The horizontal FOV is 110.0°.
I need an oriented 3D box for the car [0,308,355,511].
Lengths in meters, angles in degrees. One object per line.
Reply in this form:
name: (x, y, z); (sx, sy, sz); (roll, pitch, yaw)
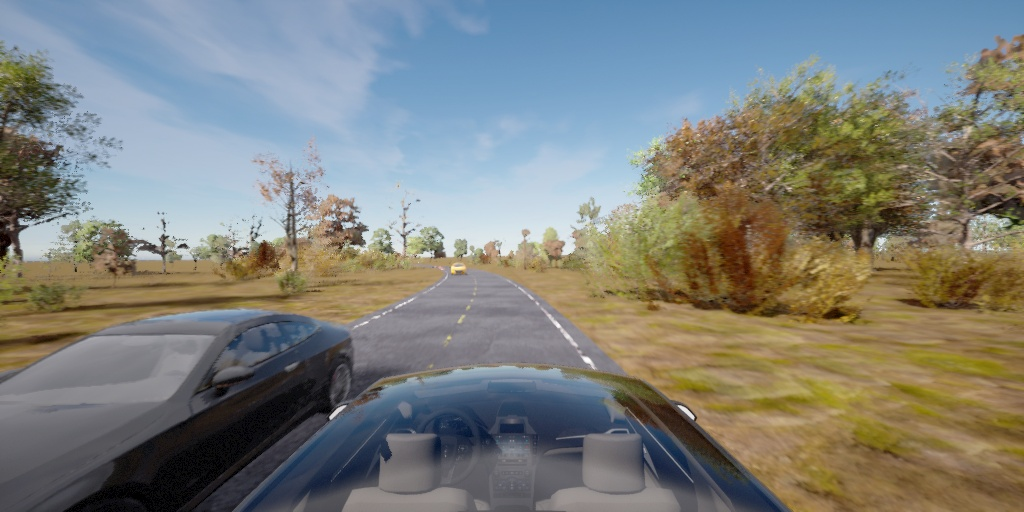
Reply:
car: (-3.132, 1.307, 3.413); (1.812, 1.442, 4.674); (0, -1, -1)

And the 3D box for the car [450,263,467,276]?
car: (-6.850, 1.669, 46.062); (1.882, 1.535, 5.008); (0, -1, -9)
